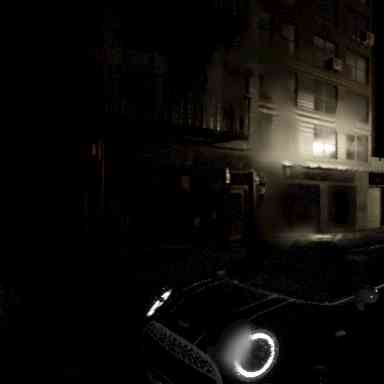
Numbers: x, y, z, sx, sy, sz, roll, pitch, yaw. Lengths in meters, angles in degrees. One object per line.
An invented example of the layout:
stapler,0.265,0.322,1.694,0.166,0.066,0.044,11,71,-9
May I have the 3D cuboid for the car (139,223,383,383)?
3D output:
car,1.591,1.371,4.514,4.553,1.767,2.097,0,0,-36
